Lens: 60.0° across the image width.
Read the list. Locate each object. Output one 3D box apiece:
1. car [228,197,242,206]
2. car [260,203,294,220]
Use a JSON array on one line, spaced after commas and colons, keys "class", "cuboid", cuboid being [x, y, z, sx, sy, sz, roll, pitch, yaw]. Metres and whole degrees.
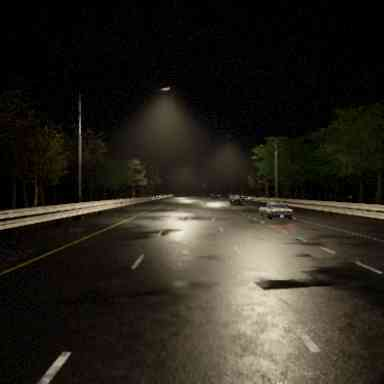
[{"class": "car", "cuboid": [7.143, 1.536, 55.200, 2.128, 1.511, 4.902, 0, 0, 0]}, {"class": "car", "cuboid": [7.037, 1.619, 28.220, 1.895, 1.301, 4.718, 0, 0, 0]}]
